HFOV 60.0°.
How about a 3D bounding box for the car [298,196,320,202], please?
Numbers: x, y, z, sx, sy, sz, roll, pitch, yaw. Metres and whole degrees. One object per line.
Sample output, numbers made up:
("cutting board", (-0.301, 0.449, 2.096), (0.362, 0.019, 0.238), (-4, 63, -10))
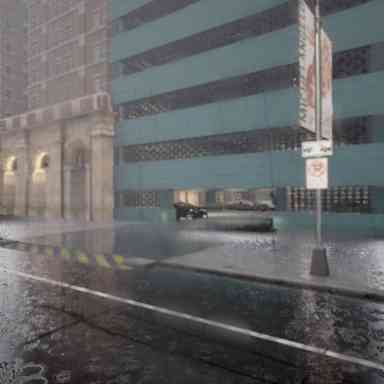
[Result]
("car", (30.220, 1.703, 85.853), (4.892, 1.521, 2.231), (-1, 0, 35))

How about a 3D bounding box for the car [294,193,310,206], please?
("car", (16.168, 1.184, 53.034), (5.566, 2.045, 2.435), (-1, 0, 35))

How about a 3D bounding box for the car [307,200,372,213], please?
("car", (11.390, 1.363, 24.550), (4.674, 1.452, 2.002), (-1, 0, 35))

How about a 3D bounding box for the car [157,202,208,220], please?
("car", (-0.936, 1.565, 28.263), (4.786, 1.482, 2.161), (-1, 0, 35))

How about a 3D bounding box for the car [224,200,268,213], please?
("car", (6.127, 1.611, 37.475), (4.718, 1.301, 1.895), (-1, 0, 35))
